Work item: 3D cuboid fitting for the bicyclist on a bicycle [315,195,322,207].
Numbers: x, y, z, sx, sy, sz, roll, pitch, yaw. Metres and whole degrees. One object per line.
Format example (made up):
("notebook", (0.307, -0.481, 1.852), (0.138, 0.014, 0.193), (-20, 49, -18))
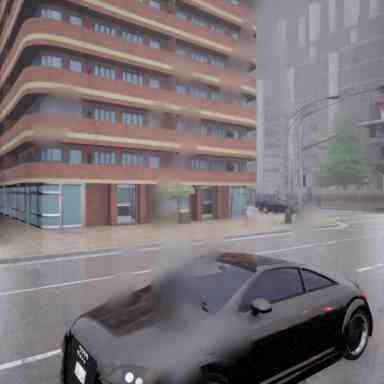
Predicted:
("bicyclist on a bicycle", (17.805, 1.301, 46.934), (1.656, 1.620, 0.582), (0, 0, -36))

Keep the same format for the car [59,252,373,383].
("car", (0.533, 1.564, 4.378), (4.181, 1.385, 1.994), (0, 0, -36))

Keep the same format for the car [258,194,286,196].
("car", (9.692, 1.222, 37.735), (2.150, 2.045, 5.566), (0, 0, -36))

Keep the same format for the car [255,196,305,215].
("car", (8.866, 1.491, 32.937), (2.128, 1.511, 4.902), (0, 0, -36))
